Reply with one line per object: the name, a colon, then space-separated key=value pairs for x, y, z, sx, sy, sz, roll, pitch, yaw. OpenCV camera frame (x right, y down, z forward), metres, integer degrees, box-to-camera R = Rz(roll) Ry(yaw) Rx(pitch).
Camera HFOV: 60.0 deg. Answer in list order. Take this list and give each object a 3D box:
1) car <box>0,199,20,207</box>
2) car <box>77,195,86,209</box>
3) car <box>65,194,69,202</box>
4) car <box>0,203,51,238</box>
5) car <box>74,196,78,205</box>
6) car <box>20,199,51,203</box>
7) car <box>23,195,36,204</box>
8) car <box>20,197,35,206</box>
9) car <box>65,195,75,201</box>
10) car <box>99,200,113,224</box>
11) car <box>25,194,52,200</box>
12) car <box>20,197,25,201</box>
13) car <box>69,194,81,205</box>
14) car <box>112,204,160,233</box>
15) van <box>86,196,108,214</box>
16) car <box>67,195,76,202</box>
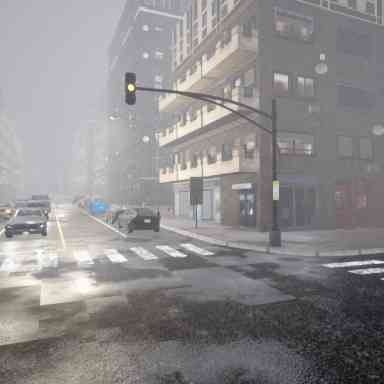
car: x=-15.310 y=1.457 z=26.659 sx=1.967 sy=1.590 sz=4.097 roll=1 pitch=0 yaw=-23
car: x=-14.308 y=1.556 z=45.673 sx=1.752 sy=1.417 sz=4.829 roll=1 pitch=0 yaw=-23
car: x=-27.521 y=1.609 z=76.660 sx=2.008 sy=1.369 sz=4.403 roll=1 pitch=0 yaw=-23
car: x=-8.902 y=1.559 z=18.192 sx=2.033 sy=1.411 sz=5.357 roll=0 pitch=0 yaw=-23
car: x=-16.456 y=1.617 z=50.707 sx=1.802 sy=1.307 sz=4.206 roll=1 pitch=0 yaw=-23
car: x=-12.779 y=1.543 z=27.306 sx=1.812 sy=1.442 sz=4.674 roll=0 pitch=0 yaw=-23
car: x=-30.801 y=1.486 z=62.993 sx=1.967 sy=1.590 sz=4.097 roll=1 pitch=0 yaw=-23
car: x=-28.590 y=1.592 z=57.801 sx=2.008 sy=1.369 sz=4.403 roll=1 pitch=0 yaw=-23
car: x=-31.947 y=1.618 z=87.040 sx=2.008 sy=1.369 sz=4.403 roll=1 pitch=0 yaw=-23
car: x=-5.390 y=1.567 z=24.755 sx=2.008 sy=1.369 sz=4.403 roll=1 pitch=0 yaw=-23
car: x=-16.962 y=1.246 z=37.195 sx=2.150 sy=2.045 sz=5.566 roll=0 pitch=0 yaw=-22
car: x=-24.163 y=1.577 z=47.421 sx=1.887 sy=1.381 sz=4.507 roll=1 pitch=0 yaw=-23
car: x=-20.877 y=1.359 z=61.089 sx=2.192 sy=1.841 sz=5.009 roll=1 pitch=0 yaw=-23
car: x=-3.177 y=1.579 z=19.564 sx=1.947 sy=1.339 sz=4.313 roll=1 pitch=0 yaw=-23
van: x=-9.812 y=1.364 z=35.137 sx=1.690 sy=1.788 sz=3.998 roll=1 pitch=0 yaw=-23
car: x=-29.800 y=1.588 z=82.008 sx=1.752 sy=1.417 sz=4.829 roll=1 pitch=0 yaw=-23
